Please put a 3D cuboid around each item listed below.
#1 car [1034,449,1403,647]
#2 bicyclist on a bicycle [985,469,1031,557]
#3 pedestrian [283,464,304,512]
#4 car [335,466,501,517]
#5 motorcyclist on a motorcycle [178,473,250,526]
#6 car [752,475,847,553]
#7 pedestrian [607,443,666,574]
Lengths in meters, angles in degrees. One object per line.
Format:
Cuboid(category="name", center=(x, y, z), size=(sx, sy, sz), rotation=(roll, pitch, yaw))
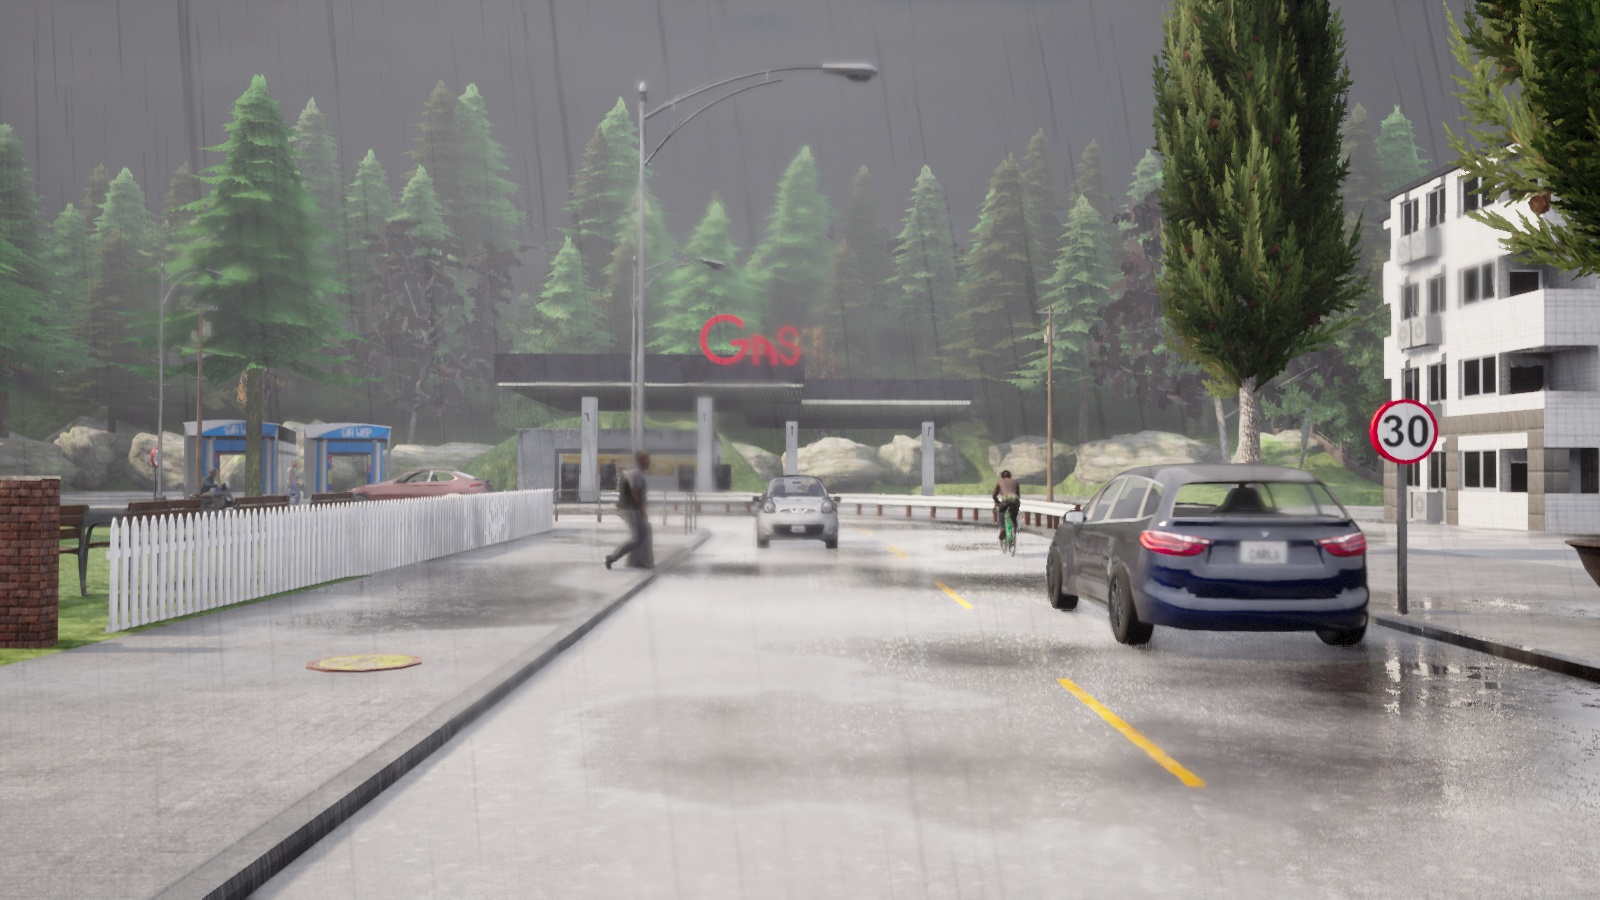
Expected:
Cuboid(category="car", center=(3.975, 0.871, 12.942), size=(2.242, 1.667, 4.611), rotation=(0, -1, 0))
Cuboid(category="bicyclist on a bicycle", center=(3.955, 1.172, 23.921), size=(0.582, 1.620, 1.656), rotation=(0, -1, 0))
Cuboid(category="pedestrian", center=(-19.254, 1.439, 47.750), size=(0.706, 1.836, 0.354), rotation=(0, -1, -14))
Cuboid(category="car", center=(-12.962, 1.397, 42.862), size=(5.027, 1.651, 2.152), rotation=(0, -1, 0))
Cuboid(category="motorcyclist on a motorcycle", center=(-18.086, 1.522, 38.803), size=(1.817, 1.590, 0.866), rotation=(0, -1, 0))
Cuboid(category="car", center=(-0.059, 1.293, 26.434), size=(1.845, 1.501, 3.633), rotation=(0, -1, -2))
Cuboid(category="pedestrian", center=(-2.401, 0.851, 18.432), size=(0.849, 1.883, 0.563), rotation=(0, -1, -8))
